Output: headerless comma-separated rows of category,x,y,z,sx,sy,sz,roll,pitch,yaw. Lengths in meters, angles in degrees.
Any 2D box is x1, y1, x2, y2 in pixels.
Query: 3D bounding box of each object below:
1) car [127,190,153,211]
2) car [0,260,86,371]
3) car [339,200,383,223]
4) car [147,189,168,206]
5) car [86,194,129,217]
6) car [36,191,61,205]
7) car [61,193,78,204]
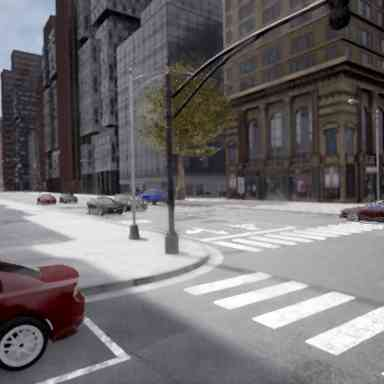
car,-6.094,0.968,32.202,2.097,1.767,4.553,-2,2,-35
car,-3.651,1.554,4.055,4.507,1.381,1.887,-1,0,-36
car,11.369,1.155,19.091,2.033,1.411,5.357,-2,2,-35
car,-4.804,0.606,41.739,2.150,2.045,5.566,-2,2,-35
car,-7.612,1.198,28.738,1.882,1.535,5.008,-2,2,-35
car,-20.504,1.020,46.949,1.882,1.535,5.008,-2,1,-35
car,-18.546,0.955,49.815,1.837,1.490,4.892,-2,1,-35
